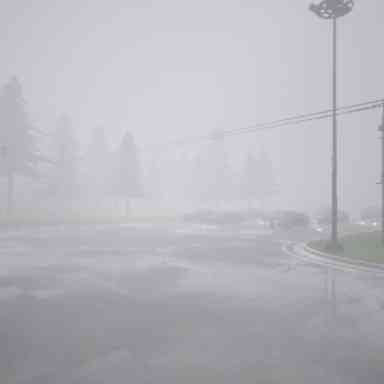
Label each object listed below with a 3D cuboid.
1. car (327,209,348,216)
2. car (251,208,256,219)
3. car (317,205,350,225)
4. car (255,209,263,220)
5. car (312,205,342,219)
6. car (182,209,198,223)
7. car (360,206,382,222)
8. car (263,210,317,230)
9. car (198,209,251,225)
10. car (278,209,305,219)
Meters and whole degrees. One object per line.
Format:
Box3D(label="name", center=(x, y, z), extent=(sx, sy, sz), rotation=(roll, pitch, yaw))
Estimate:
Box3D(label="car", center=(27.250, 3.847, 62.314), extent=(4.718, 1.301, 1.895), rotation=(2, -2, -44))
Box3D(label="car", center=(7.743, 2.914, 43.634), extent=(4.902, 1.511, 2.128), rotation=(2, -2, -44))
Box3D(label="car", center=(15.536, 2.668, 36.566), extent=(4.553, 1.767, 2.097), rotation=(2, -2, -44))
Box3D(label="car", center=(10.667, 2.948, 41.589), extent=(5.357, 1.411, 2.033), rotation=(2, -2, -44))
Box3D(label="car", center=(21.017, 3.063, 51.560), extent=(5.566, 2.045, 2.150), rotation=(3, -3, -44))
Box3D(label="car", center=(1.097, 2.617, 37.185), extent=(5.008, 1.535, 1.882), rotation=(2, -2, -45))
Box3D(label="car", center=(25.224, 2.949, 45.897), extent=(5.566, 2.045, 2.150), rotation=(3, -2, -44))
Box3D(label="car", center=(8.916, 2.526, 30.159), extent=(4.902, 1.511, 2.128), rotation=(2, -2, -44))
Box3D(label="car", center=(3.433, 2.640, 34.584), extent=(5.357, 1.411, 2.033), rotation=(2, -2, -45))
Box3D(label="car", center=(15.246, 3.341, 50.862), extent=(4.718, 1.301, 1.895), rotation=(2, -2, -44))
